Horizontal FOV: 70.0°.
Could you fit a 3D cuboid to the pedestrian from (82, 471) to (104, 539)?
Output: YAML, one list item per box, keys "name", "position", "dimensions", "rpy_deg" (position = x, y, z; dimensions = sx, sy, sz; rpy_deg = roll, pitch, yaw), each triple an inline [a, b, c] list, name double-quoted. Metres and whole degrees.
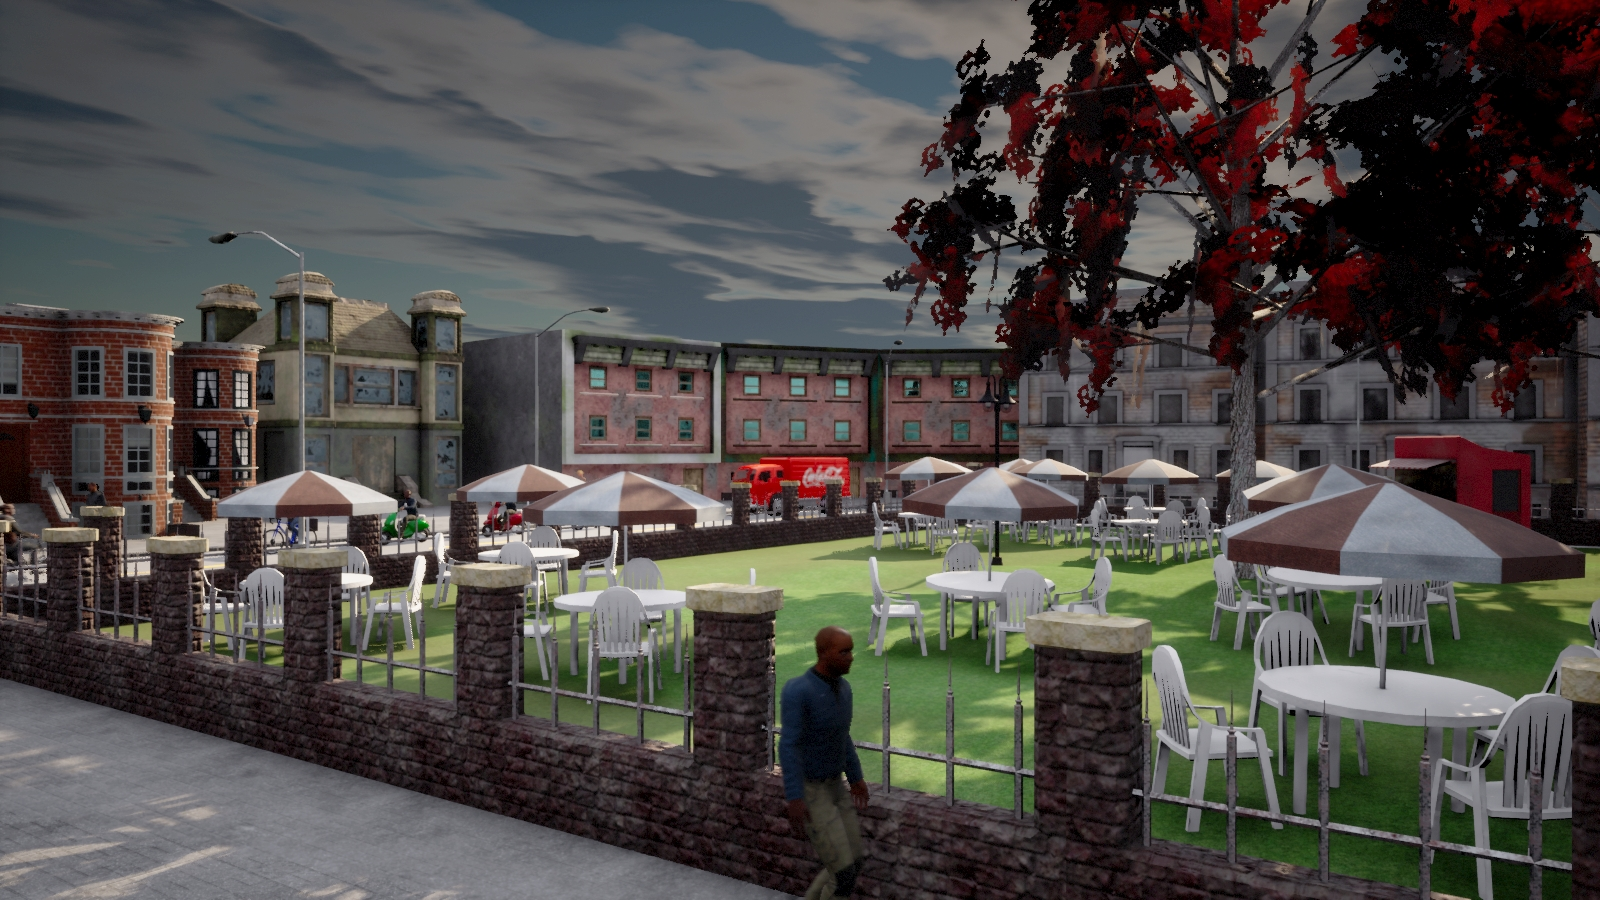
- name: "pedestrian"
  position: [-19.436, 1.512, 31.429]
  dimensions: [0.375, 1.860, 0.375]
  rpy_deg: [0, 0, 27]

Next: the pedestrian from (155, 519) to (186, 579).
- name: "pedestrian"
  position: [-12.042, 1.887, 21.851]
  dimensions: [0.500, 1.100, 0.500]
  rpy_deg: [0, 0, -32]

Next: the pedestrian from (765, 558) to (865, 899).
- name: "pedestrian"
  position: [0.081, 1.523, 6.007]
  dimensions: [0.375, 1.860, 0.375]
  rpy_deg: [0, 0, 35]

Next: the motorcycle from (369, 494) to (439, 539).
- name: "motorcycle"
  position: [-11.759, 1.950, 33.969]
  dimensions: [0.856, 1.236, 1.805]
  rpy_deg: [0, 0, 35]

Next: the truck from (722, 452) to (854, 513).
- name: "truck"
  position: [-0.475, 1.333, 49.473]
  dimensions: [5.204, 2.467, 2.627]
  rpy_deg: [0, 0, -40]

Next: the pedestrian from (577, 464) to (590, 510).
- name: "pedestrian"
  position: [-8.926, 1.512, 47.097]
  dimensions: [0.375, 1.860, 0.375]
  rpy_deg: [0, 0, -42]
